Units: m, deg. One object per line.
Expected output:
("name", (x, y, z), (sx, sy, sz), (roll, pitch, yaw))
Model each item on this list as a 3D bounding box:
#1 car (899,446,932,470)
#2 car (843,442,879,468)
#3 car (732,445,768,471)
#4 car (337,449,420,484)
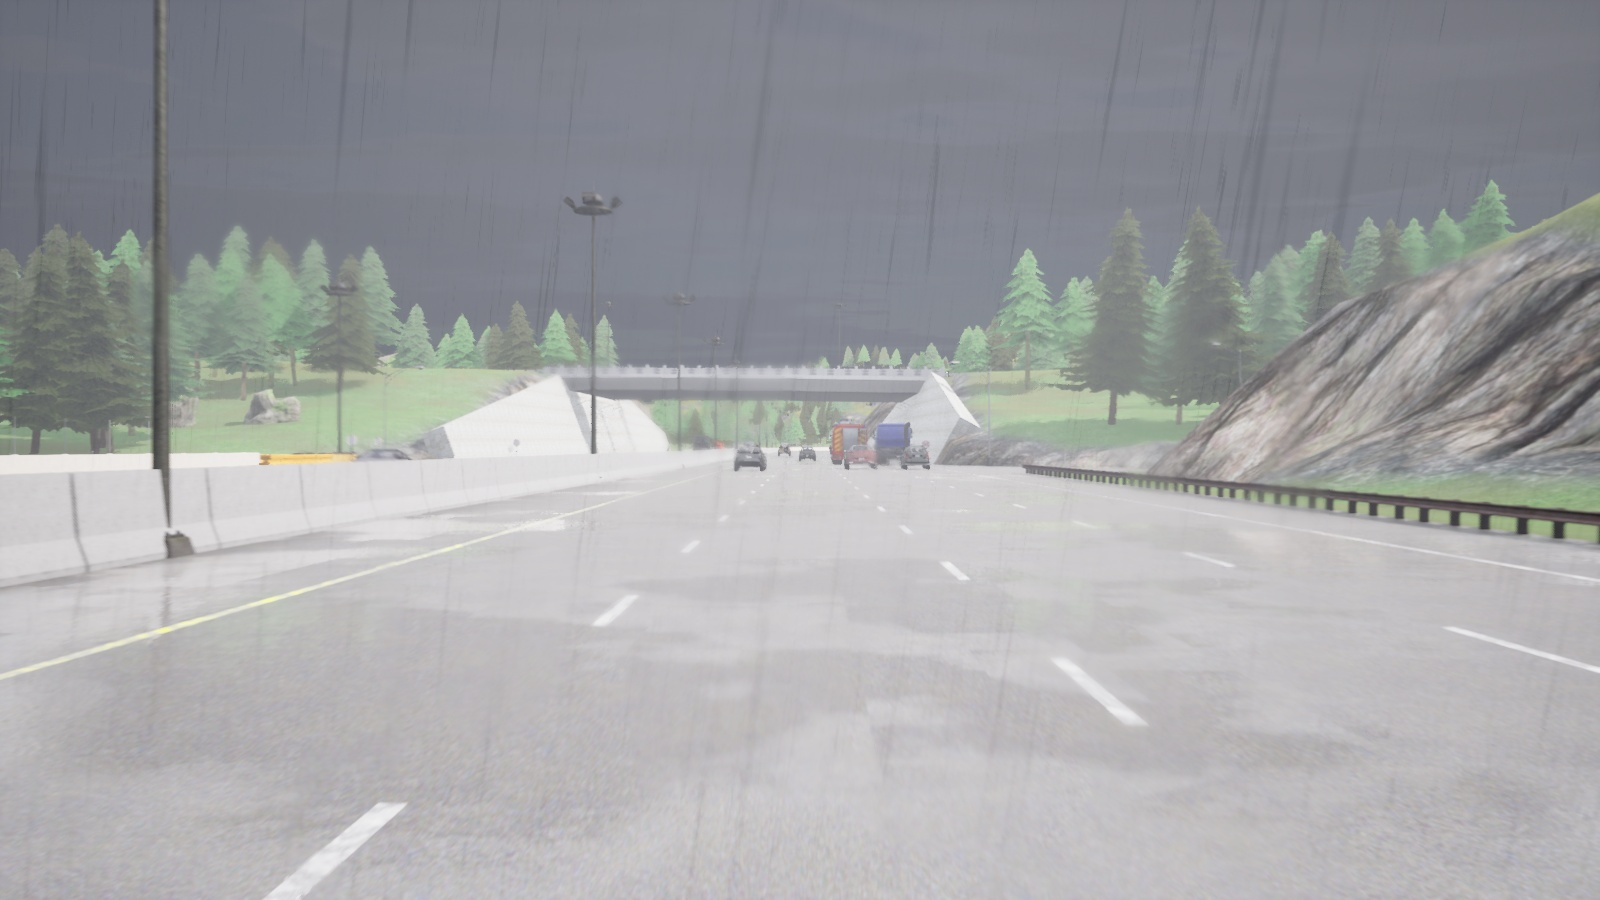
("car", (7.484, 0.494, 81.623), (1.789, 1.549, 3.705), (0, 0, 0))
("car", (3.992, 0.288, 82.992), (2.152, 1.651, 5.027), (0, 0, 0))
("car", (-3.042, 0.468, 77.070), (2.007, 1.525, 4.514), (0, 0, 0))
("car", (-17.190, 0.647, 51.427), (1.994, 1.385, 4.181), (0, 0, 0))
